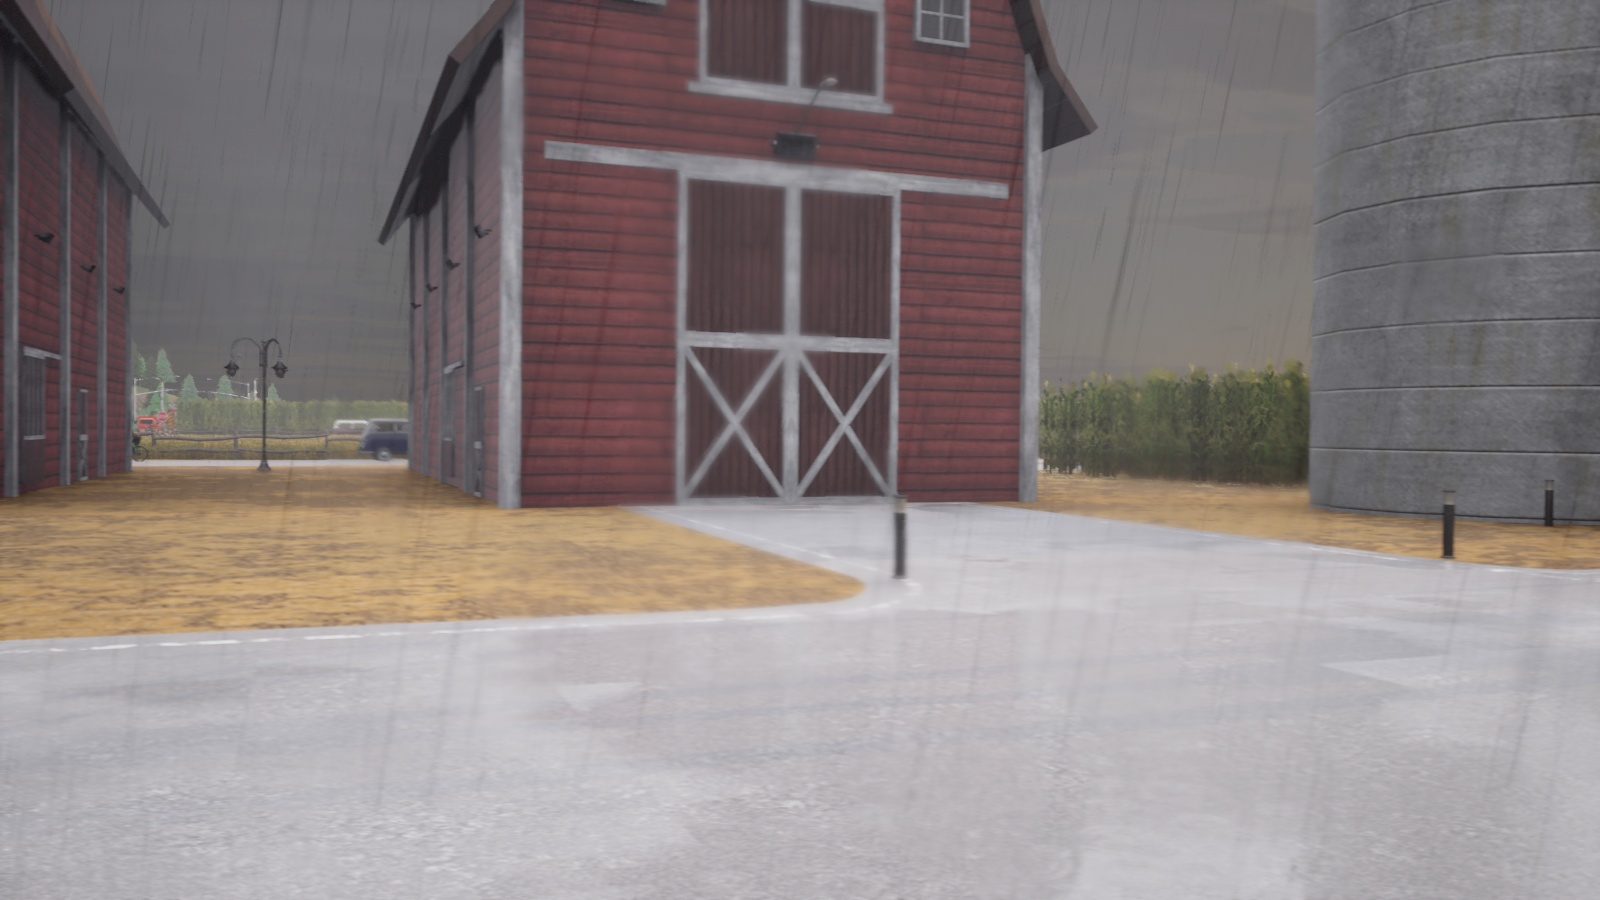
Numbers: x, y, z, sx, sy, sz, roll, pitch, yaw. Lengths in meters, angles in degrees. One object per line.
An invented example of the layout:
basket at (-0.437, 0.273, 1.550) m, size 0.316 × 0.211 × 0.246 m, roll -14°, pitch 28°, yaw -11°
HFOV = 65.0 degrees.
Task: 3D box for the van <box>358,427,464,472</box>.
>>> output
van at (-17.961, -0.059, 58.004) m, size 4.442 × 1.987 × 1.775 m, roll -1°, pitch 1°, yaw -24°
